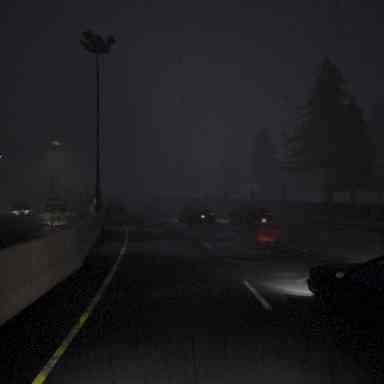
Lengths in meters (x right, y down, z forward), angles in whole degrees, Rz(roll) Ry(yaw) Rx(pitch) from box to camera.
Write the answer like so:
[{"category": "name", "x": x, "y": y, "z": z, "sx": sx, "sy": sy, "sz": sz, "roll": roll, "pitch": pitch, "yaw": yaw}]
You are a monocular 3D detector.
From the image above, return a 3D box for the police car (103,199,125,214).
[{"category": "police car", "x": -8.914, "y": 1.627, "z": 37.869, "sx": 1.930, "sy": 1.638, "sz": 5.238, "roll": 0, "pitch": 0, "yaw": -22}]

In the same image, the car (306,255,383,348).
[{"category": "car", "x": 3.389, "y": 1.557, "z": 4.439, "sx": 2.033, "sy": 1.411, "sz": 5.357, "roll": 0, "pitch": 0, "yaw": -3}]

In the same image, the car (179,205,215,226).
[{"category": "car", "x": 0.288, "y": 1.676, "z": 24.740, "sx": 1.994, "sy": 1.385, "sz": 4.181, "roll": 0, "pitch": 0, "yaw": -13}]

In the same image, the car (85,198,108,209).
[{"category": "car", "x": -15.386, "y": 1.785, "z": 53.425, "sx": 2.128, "sy": 1.511, "sz": 4.902, "roll": 0, "pitch": 0, "yaw": -34}]

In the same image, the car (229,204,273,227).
[{"category": "car", "x": 4.108, "y": 1.600, "z": 23.795, "sx": 1.837, "sy": 1.490, "sz": 4.892, "roll": 0, "pitch": 0, "yaw": -13}]
